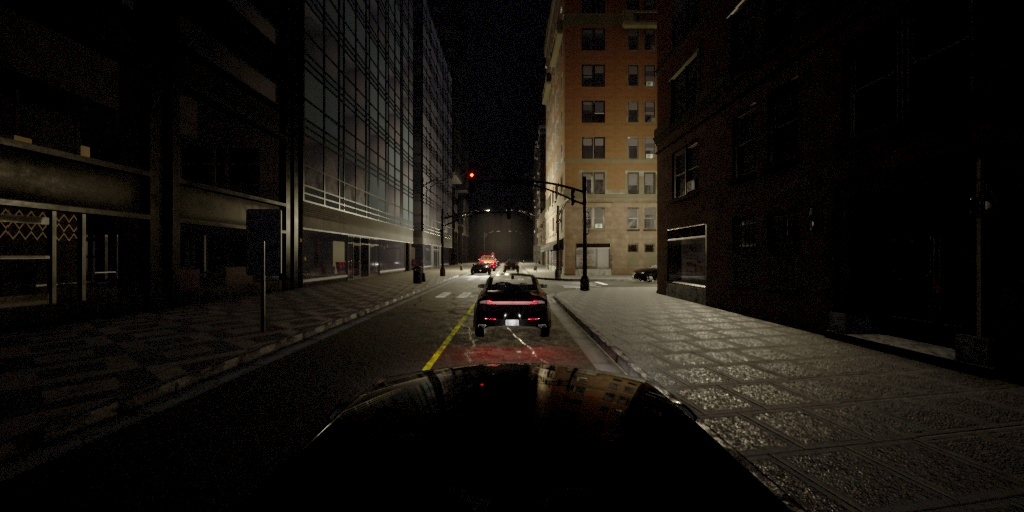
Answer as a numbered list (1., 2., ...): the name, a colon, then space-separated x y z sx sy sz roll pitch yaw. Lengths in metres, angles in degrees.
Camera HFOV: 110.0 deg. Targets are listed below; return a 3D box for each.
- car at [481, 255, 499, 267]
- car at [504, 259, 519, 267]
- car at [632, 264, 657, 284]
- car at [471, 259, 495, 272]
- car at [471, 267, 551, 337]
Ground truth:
1. car: -3.232 0.940 47.548 2.150 2.045 5.566 0 0 0
2. car: -0.072 1.245 46.153 1.812 1.442 4.674 0 0 0
3. car: 11.256 1.197 26.087 4.902 1.511 2.128 0 0 0
4. car: -3.210 1.290 38.129 1.994 1.385 4.181 0 0 0
5. car: 0.016 1.240 10.256 2.128 1.511 4.902 0 0 0
